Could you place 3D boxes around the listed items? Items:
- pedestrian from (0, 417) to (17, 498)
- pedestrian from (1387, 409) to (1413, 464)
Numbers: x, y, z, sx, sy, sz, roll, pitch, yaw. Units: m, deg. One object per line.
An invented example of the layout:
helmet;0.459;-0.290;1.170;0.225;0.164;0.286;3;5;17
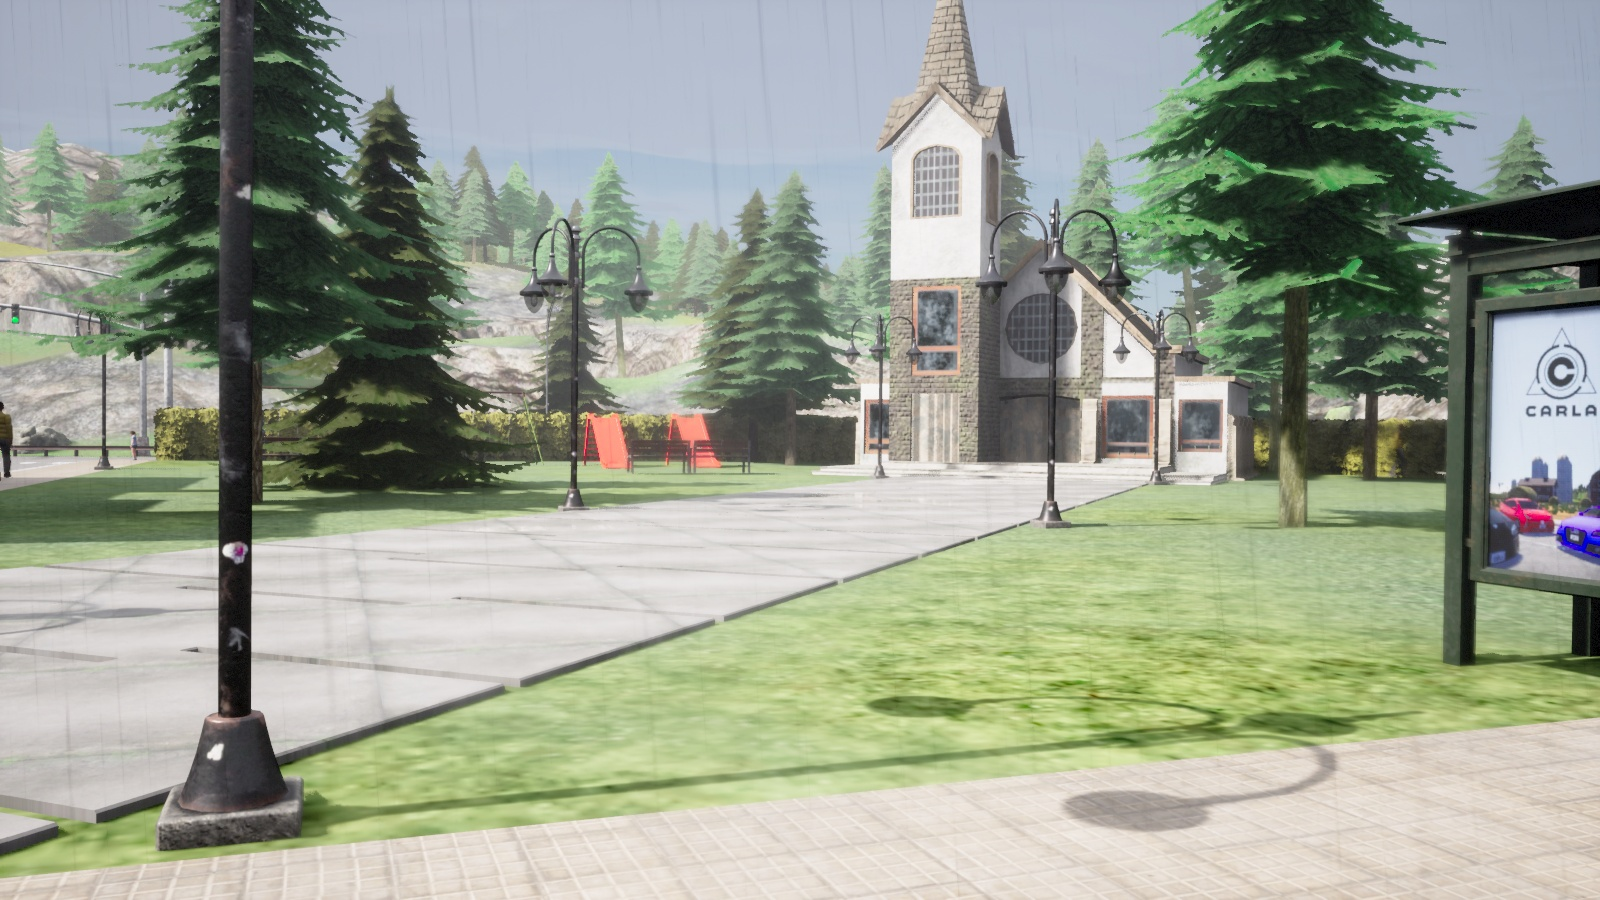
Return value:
pedestrian;-18.298;0.173;28.785;0.431;1.840;0.709;-1;1;-21
pedestrian;20.234;-0.454;42.371;0.726;1.835;0.370;0;1;35
